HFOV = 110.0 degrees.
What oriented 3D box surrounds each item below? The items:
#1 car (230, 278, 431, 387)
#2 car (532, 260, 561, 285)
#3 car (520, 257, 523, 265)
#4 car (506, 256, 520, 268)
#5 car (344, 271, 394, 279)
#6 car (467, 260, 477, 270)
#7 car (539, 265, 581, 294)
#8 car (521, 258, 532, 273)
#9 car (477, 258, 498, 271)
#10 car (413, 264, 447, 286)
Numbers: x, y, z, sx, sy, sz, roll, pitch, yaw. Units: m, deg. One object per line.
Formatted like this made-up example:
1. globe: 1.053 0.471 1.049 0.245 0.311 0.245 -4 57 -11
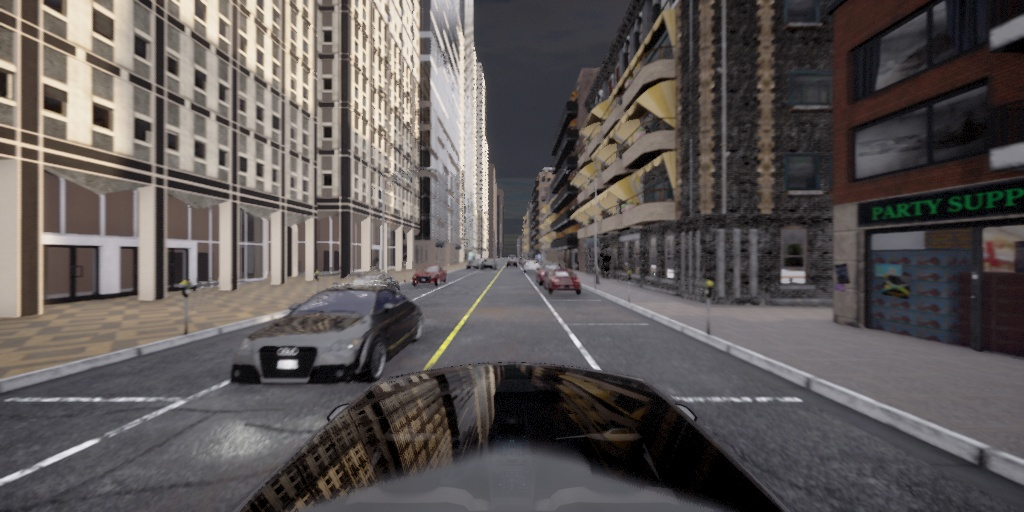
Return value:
1. car: -3.102 1.312 6.946 1.994 1.385 4.181 0 0 0
2. car: 2.688 1.183 25.275 1.967 1.591 4.097 0 0 0
3. car: 2.685 1.297 64.814 2.007 1.370 4.403 0 0 0
4. car: -0.005 1.223 61.273 1.882 1.535 5.008 0 0 0
5. car: -5.691 1.296 13.977 2.007 1.370 4.403 0 0 0
6. car: -5.695 1.309 53.516 1.948 1.339 4.313 0 0 0
7. car: 2.689 1.326 19.626 1.802 1.307 4.207 0 0 0
8. car: 2.348 1.267 42.931 1.812 1.442 4.674 0 0 0
9. car: -3.080 1.095 48.619 2.097 1.767 4.553 0 0 0
10. car: -5.692 1.288 25.274 1.888 1.381 4.507 0 0 0
